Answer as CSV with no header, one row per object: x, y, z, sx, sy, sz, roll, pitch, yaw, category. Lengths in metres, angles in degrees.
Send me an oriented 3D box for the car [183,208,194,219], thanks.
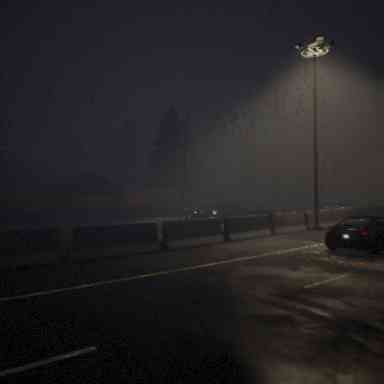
1.383,1.935,32.316,4.718,1.301,1.895,0,-1,-43,car

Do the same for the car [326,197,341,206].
27.223,1.814,63.813,2.097,1.767,4.553,-1,-1,32,car

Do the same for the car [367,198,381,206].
31.281,1.872,57.134,2.128,1.511,4.902,-1,-1,34,car

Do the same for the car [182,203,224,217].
1.295,1.986,37.053,4.718,1.301,1.895,0,-1,-44,car

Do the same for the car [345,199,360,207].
28.719,1.967,59.584,1.994,1.385,4.181,-1,-1,34,car

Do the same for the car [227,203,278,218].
5.093,1.806,26.259,4.181,1.385,1.994,0,-1,-42,car

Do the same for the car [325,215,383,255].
7.355,1.659,13.902,4.181,1.385,1.994,0,-1,-41,car

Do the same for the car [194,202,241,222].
2.742,1.638,28.853,4.553,1.767,2.097,0,-1,-43,car
